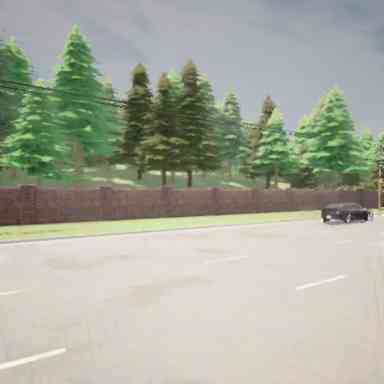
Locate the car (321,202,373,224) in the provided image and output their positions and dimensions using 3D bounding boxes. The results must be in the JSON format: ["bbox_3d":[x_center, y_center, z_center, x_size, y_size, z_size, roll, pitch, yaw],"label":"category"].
[{"bbox_3d":[11.659,1.540,24.945,4.892,1.490,1.837,1,0,-35],"label":"car"}]
